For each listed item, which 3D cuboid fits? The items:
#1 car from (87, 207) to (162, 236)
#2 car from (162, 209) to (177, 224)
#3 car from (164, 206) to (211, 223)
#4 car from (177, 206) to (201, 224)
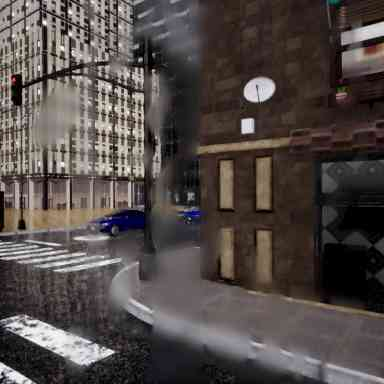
[{"bbox_3d":[-4.181,1.774,20.258,1.812,1.442,4.674,-1,-1,33],"label":"car"},{"bbox_3d":[-3.533,1.894,25.934,2.008,1.369,4.403,-2,-2,35],"label":"car"},{"bbox_3d":[-0.330,1.975,30.490,2.008,1.369,4.403,-2,-2,35],"label":"car"},{"bbox_3d":[1.240,1.863,27.974,1.882,1.535,5.008,-1,-1,35],"label":"car"}]
